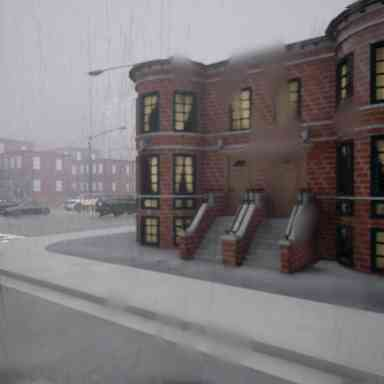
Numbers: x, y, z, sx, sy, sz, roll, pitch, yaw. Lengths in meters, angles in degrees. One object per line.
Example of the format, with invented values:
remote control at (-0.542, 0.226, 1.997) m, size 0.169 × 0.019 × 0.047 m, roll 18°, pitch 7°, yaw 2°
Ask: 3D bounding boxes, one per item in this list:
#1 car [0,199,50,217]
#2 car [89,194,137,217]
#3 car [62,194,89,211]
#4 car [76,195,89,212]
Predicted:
car at (-15.369, 1.552, 30.750) m, size 1.994 × 1.385 × 4.181 m, roll 0°, pitch 0°, yaw 36°
car at (-6.383, 1.211, 30.957) m, size 2.150 × 2.045 × 5.566 m, roll 0°, pitch 0°, yaw 35°
car at (-12.852, 1.208, 40.307) m, size 2.150 × 2.045 × 5.566 m, roll 0°, pitch 0°, yaw 36°
car at (-10.219, 1.465, 37.974) m, size 1.882 × 1.535 × 5.008 m, roll 0°, pitch 0°, yaw 35°
